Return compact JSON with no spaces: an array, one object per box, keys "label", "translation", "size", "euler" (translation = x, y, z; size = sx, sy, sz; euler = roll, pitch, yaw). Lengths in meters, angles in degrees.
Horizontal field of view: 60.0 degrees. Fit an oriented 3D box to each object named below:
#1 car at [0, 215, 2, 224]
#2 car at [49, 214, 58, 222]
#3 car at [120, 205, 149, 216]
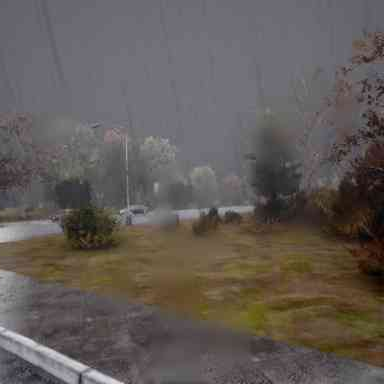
[{"label":"car","translation":[-18.914,2.441,28.352],"size":[1.837,1.490,4.892],"euler":[-3,-2,35]},{"label":"car","translation":[-13.473,2.519,36.664],"size":[1.994,1.385,4.181],"euler":[-3,-2,32]},{"label":"car","translation":[-7.919,2.493,45.408],"size":[2.128,1.511,4.902],"euler":[-3,-2,32]}]
